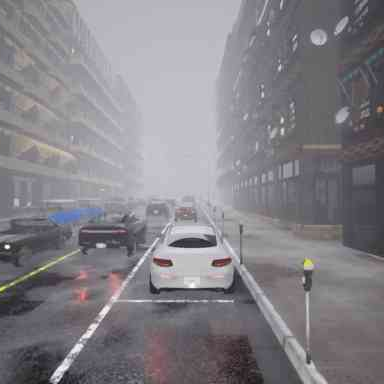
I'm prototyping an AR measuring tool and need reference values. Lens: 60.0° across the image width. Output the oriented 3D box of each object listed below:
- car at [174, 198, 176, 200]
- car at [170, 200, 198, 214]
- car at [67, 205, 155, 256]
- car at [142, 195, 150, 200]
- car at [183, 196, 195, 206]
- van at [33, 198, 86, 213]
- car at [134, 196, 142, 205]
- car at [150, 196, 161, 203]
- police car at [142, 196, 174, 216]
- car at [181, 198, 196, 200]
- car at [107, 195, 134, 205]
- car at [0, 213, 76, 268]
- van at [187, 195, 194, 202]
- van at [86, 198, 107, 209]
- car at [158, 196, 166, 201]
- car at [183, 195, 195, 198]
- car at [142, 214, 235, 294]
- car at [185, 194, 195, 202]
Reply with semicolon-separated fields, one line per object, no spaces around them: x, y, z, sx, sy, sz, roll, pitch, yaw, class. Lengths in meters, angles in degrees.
-2.924;1.574;45.365;1.837;1.490;4.892;0;0;0;car
-0.438;1.572;26.224;1.887;1.381;4.507;1;0;0;car
-2.923;1.501;13.110;2.128;1.511;4.902;0;0;0;car
-8.321;1.660;53.938;1.947;1.339;4.313;1;0;0;car
-0.473;1.553;59.411;1.967;1.590;4.097;1;0;0;car
-8.312;1.358;20.753;1.690;1.788;3.998;2;0;0;van
-8.314;1.379;42.876;2.192;1.841;5.009;1;0;0;car
-8.324;1.725;76.059;1.887;1.381;4.507;1;0;0;car
-3.023;1.460;30.606;1.930;1.638;5.238;0;0;0;police car
-0.438;1.582;31.754;1.887;1.381;4.507;1;0;0;car
-8.314;1.365;37.346;2.192;1.841;5.009;1;0;0;car
-5.871;1.608;11.414;1.895;1.301;4.718;0;0;0;car
-0.474;1.575;87.068;1.690;1.788;3.998;1;0;0;van
-8.314;1.368;26.285;1.690;1.788;3.998;1;0;0;van
-8.326;1.846;92.652;1.802;1.307;4.206;1;0;0;car
-0.429;1.490;37.286;1.967;1.590;4.097;1;0;0;car
0.003;1.531;8.653;1.812;1.442;4.674;0;0;0;car
-0.473;1.521;81.536;2.192;1.841;5.009;1;0;0;car
